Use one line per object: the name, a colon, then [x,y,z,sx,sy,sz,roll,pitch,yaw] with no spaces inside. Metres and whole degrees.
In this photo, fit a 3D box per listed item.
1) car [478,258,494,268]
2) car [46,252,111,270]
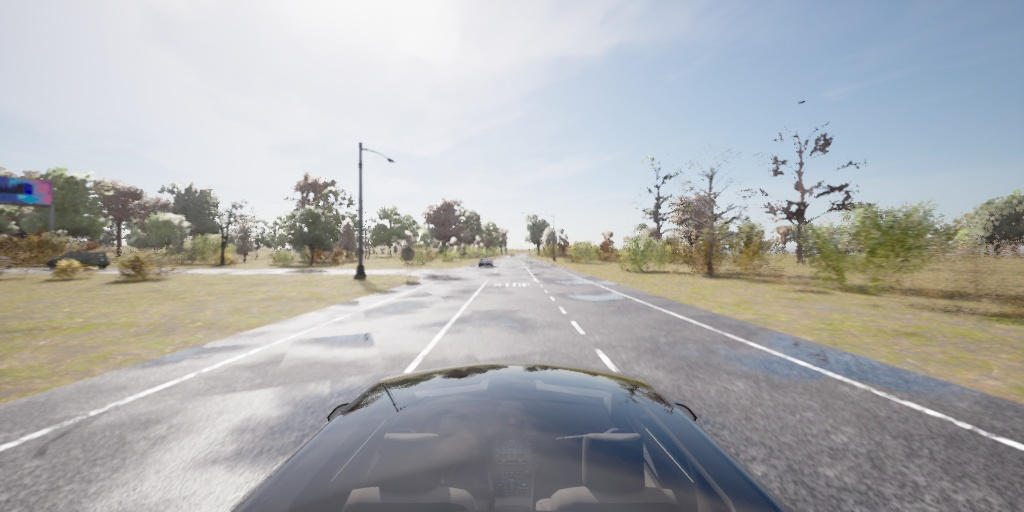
car: [-3.395,0.878,47.243,1.895,1.301,4.718,0,1,0]
car: [-48.597,0.529,40.294,5.566,2.045,2.150,0,0,2]
